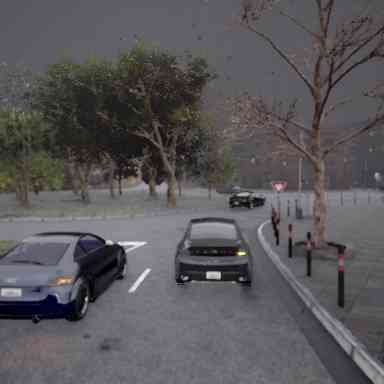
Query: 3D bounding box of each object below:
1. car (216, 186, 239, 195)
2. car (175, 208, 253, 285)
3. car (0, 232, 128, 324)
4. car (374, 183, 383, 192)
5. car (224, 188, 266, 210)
[{"bbox_3d":[6.015,-0.232,51.988,2.033,1.411,5.357,-2,3,-35],"label":"car"},{"bbox_3d":[0.595,1.473,9.492,1.837,1.490,4.892,0,1,3],"label":"car"},{"bbox_3d":[-2.776,1.550,7.300,1.994,1.385,4.181,0,1,3],"label":"car"},{"bbox_3d":[34.564,-0.915,58.758,2.185,1.767,4.553,-1,3,-16],"label":"car"},{"bbox_3d":[5.209,0.695,30.506,1.882,1.535,5.008,2,3,34],"label":"car"}]
